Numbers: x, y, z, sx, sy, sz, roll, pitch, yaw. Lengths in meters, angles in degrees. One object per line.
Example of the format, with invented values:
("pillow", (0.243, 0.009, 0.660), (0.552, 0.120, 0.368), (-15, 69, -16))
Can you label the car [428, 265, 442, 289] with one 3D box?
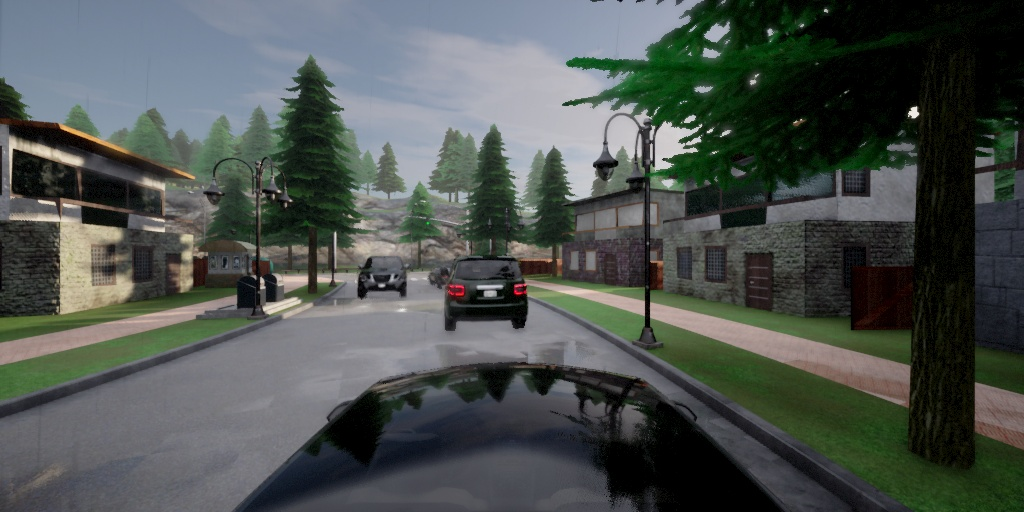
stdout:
("car", (-4.224, 1.298, 23.422), (2.033, 1.411, 5.357), (0, 0, -21))

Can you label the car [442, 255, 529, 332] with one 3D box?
("car", (-0.994, 0.973, 11.160), (2.150, 2.045, 5.566), (0, 0, -10))

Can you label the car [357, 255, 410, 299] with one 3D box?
("car", (-6.557, 0.974, 18.520), (2.150, 2.045, 5.566), (0, 0, -17))
